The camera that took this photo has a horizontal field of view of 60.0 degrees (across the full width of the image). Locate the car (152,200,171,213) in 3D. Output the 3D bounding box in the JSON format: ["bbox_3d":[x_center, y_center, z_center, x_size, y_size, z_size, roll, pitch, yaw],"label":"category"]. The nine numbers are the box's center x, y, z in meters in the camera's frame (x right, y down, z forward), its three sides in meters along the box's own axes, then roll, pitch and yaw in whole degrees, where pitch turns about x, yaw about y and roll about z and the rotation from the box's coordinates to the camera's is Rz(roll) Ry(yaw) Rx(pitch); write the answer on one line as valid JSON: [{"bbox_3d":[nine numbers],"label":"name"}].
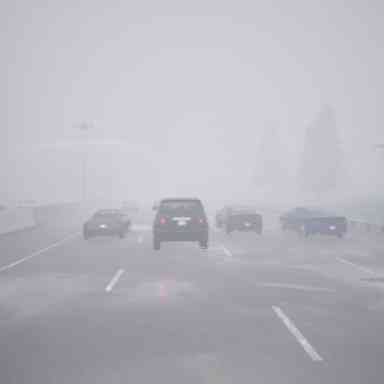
[{"bbox_3d":[-3.523,1.599,37.996,1.895,1.301,4.718,0,0,-9],"label":"car"}]

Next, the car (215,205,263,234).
[{"bbox_3d":[2.541,1.472,19.092,1.882,1.535,5.008,0,0,-5],"label":"car"}]

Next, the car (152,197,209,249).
[{"bbox_3d":[-0.573,1.220,14.713,2.150,2.045,5.566,0,0,-4],"label":"car"}]

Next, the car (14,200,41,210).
[{"bbox_3d":[-17.481,1.540,35.448,1.812,1.442,4.674,0,0,-9],"label":"car"}]

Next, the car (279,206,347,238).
[{"bbox_3d":[6.185,1.468,17.600,1.882,1.535,5.008,0,0,-5],"label":"car"}]

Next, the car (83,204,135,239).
[{"bbox_3d":[-4.345,1.566,17.506,1.994,1.385,4.181,0,0,-5],"label":"car"}]

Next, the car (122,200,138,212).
[{"bbox_3d":[-7.041,1.603,37.835,1.895,1.301,4.718,0,0,-9],"label":"car"}]

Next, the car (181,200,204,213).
[{"bbox_3d":[0.022,1.595,37.973,1.895,1.301,4.718,0,0,-9],"label":"car"}]
